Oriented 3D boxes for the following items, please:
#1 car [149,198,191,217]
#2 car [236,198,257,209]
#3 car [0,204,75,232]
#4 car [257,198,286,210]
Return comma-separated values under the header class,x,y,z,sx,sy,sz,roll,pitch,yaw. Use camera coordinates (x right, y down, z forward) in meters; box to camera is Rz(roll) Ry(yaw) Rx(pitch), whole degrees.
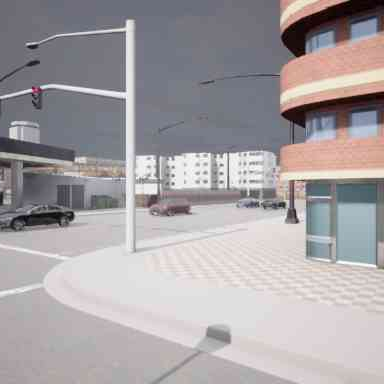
class,x,y,z,sx,sy,sz,roll,pitch,yaw
car,-2.010,1.351,31.545,2.097,1.767,4.553,0,0,35
car,7.711,1.525,45.581,1.812,1.442,4.674,0,0,35
car,-9.602,1.491,20.477,2.128,1.511,4.902,0,0,34
car,10.870,1.491,43.704,2.128,1.511,4.902,0,0,35
